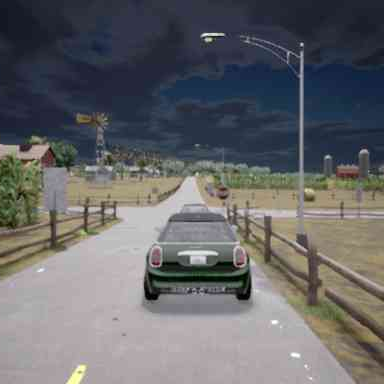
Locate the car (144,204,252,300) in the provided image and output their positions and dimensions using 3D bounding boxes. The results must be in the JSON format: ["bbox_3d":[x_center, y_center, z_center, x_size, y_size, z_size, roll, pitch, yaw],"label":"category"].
[{"bbox_3d":[0.114,1.252,8.280,2.097,1.767,4.553,0,1,0],"label":"car"}]

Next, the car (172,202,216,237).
[{"bbox_3d":[0.161,1.331,18.077,2.033,1.411,5.357,0,1,1],"label":"car"}]
